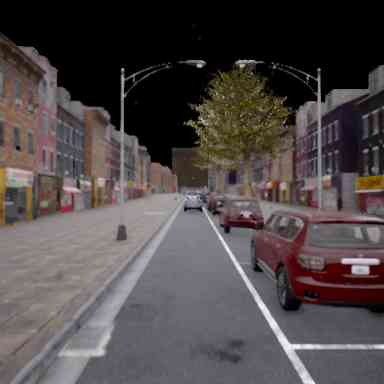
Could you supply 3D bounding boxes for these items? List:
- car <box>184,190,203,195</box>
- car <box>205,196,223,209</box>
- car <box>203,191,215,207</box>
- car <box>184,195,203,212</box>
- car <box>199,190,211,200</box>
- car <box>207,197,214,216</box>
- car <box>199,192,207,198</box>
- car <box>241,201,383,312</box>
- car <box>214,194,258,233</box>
[{"bbox_3d":[0.091,0.849,48.369,2.150,2.045,5.566,0,1,0],"label":"car"},{"bbox_3d":[2.662,1.261,40.994,1.887,1.381,4.507,2,1,0],"label":"car"},{"bbox_3d":[2.667,1.092,35.434,2.192,1.841,5.009,2,1,0],"label":"car"},{"bbox_3d":[0.107,1.336,35.849,1.994,1.385,4.181,0,1,0],"label":"car"},{"bbox_3d":[2.670,0.655,68.764,2.192,1.841,5.009,2,1,0],"label":"car"},{"bbox_3d":[2.660,1.397,29.877,1.947,1.339,4.313,2,1,0],"label":"car"},{"bbox_3d":[2.660,0.773,79.873,1.802,1.307,4.206,2,1,0],"label":"car"},{"bbox_3d":[2.662,1.301,7.642,2.192,1.841,5.009,1,0,0],"label":"car"},{"bbox_3d":[2.665,1.239,18.761,2.192,1.841,5.009,2,0,0],"label":"car"}]
